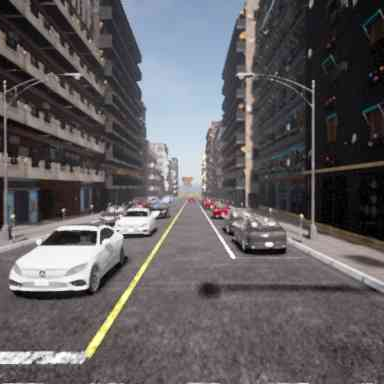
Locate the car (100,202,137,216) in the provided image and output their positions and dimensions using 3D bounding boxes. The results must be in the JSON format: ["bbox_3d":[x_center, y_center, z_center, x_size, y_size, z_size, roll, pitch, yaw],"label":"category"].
[{"bbox_3d":[-5.850,1.723,25.619,2.008,1.369,4.403,-1,0,0],"label":"car"}]

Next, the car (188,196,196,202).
[{"bbox_3d":[-0.023,1.827,88.778,1.882,1.535,5.008,0,0,0],"label":"car"}]

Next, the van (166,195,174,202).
[{"bbox_3d":[-5.700,1.798,87.575,1.690,1.788,3.998,-1,0,0],"label":"van"}]

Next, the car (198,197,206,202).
[{"bbox_3d":[2.651,1.974,87.643,1.752,1.417,4.829,-1,0,0],"label":"car"}]

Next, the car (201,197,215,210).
[{"bbox_3d":[2.662,1.800,48.051,1.887,1.381,4.507,-1,0,0],"label":"car"}]

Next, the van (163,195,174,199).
[{"bbox_3d":[-5.697,1.740,76.311,1.690,1.788,3.998,-1,0,0],"label":"van"}]

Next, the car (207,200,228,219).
[{"bbox_3d":[2.684,1.729,31.057,1.887,1.381,4.507,-1,0,0],"label":"car"}]

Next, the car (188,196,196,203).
[{"bbox_3d":[-0.020,1.877,78.357,1.882,1.535,5.008,0,0,0],"label":"car"}]

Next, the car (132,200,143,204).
[{"bbox_3d":[-5.851,1.761,31.251,1.947,1.339,4.313,-1,0,0],"label":"car"}]

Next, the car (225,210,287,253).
[{"bbox_3d":[2.800,1.673,14.262,2.008,1.369,4.403,-1,0,0],"label":"car"}]

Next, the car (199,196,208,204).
[{"bbox_3d":[2.652,1.829,76.209,1.967,1.590,4.097,-1,0,0],"label":"car"}]

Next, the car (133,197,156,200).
[{"bbox_3d":[-5.687,1.532,36.885,2.192,1.841,5.009,-1,0,0],"label":"car"}]

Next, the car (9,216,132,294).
[{"bbox_3d":[-3.116,1.638,9.275,1.812,1.442,4.674,0,0,1],"label":"car"}]

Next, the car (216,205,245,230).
[{"bbox_3d":[2.791,1.692,19.793,2.008,1.369,4.403,-1,0,0],"label":"car"}]

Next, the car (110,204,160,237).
[{"bbox_3d":[-3.106,1.671,19.184,1.812,1.442,4.674,0,0,0],"label":"car"}]

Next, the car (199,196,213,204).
[{"bbox_3d":[2.655,1.596,53.685,2.192,1.841,5.009,-1,0,0],"label":"car"}]

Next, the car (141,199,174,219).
[{"bbox_3d":[-3.098,1.682,31.213,2.128,1.511,4.902,0,0,0],"label":"car"}]
